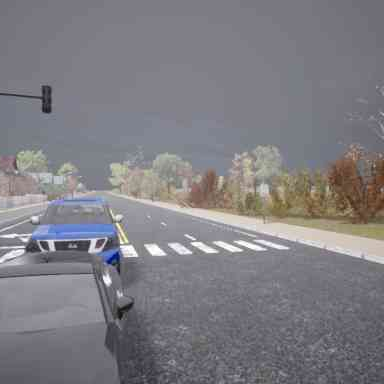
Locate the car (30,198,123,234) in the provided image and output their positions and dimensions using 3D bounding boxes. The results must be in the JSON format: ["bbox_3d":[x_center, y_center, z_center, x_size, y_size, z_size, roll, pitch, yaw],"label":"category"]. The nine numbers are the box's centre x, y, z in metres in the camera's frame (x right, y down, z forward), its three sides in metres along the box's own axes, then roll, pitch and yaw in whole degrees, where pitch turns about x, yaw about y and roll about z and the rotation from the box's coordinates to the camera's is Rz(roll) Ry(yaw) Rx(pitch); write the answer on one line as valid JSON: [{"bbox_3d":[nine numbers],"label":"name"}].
[{"bbox_3d":[-3.363,1.218,9.961,2.150,2.045,5.566,0,0,-15],"label":"car"}]

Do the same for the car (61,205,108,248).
[{"bbox_3d":[-5.039,1.497,16.028,1.837,1.490,4.892,0,0,-15],"label":"car"}]

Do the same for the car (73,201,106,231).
[{"bbox_3d":[-6.625,1.466,21.769,1.882,1.535,5.008,0,0,-16],"label":"car"}]

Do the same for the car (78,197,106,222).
[{"bbox_3d":[-8.202,1.336,27.498,2.097,1.767,4.553,0,0,-15],"label":"car"}]

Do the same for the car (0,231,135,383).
[{"bbox_3d":[-1.705,1.524,3.877,1.812,1.442,4.674,0,0,-13],"label":"car"}]
